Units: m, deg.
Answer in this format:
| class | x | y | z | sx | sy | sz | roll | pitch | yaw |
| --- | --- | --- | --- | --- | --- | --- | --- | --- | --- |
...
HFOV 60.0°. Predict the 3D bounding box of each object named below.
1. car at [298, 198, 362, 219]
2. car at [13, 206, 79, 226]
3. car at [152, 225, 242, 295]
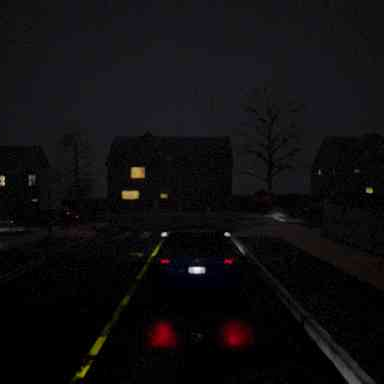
| class | x | y | z | sx | sy | sz | roll | pitch | yaw |
| --- | --- | --- | --- | --- | --- | --- | --- | --- | --- |
| car | 10.336 | 1.193 | 24.753 | 4.674 | 1.442 | 1.812 | -1 | 1 | 0 |
| car | -10.845 | 1.692 | 24.764 | 4.674 | 1.442 | 1.812 | -1 | 0 | 3 |
| car | 0.101 | 1.554 | 8.743 | 1.994 | 1.385 | 4.181 | 0 | 0 | 0 |
